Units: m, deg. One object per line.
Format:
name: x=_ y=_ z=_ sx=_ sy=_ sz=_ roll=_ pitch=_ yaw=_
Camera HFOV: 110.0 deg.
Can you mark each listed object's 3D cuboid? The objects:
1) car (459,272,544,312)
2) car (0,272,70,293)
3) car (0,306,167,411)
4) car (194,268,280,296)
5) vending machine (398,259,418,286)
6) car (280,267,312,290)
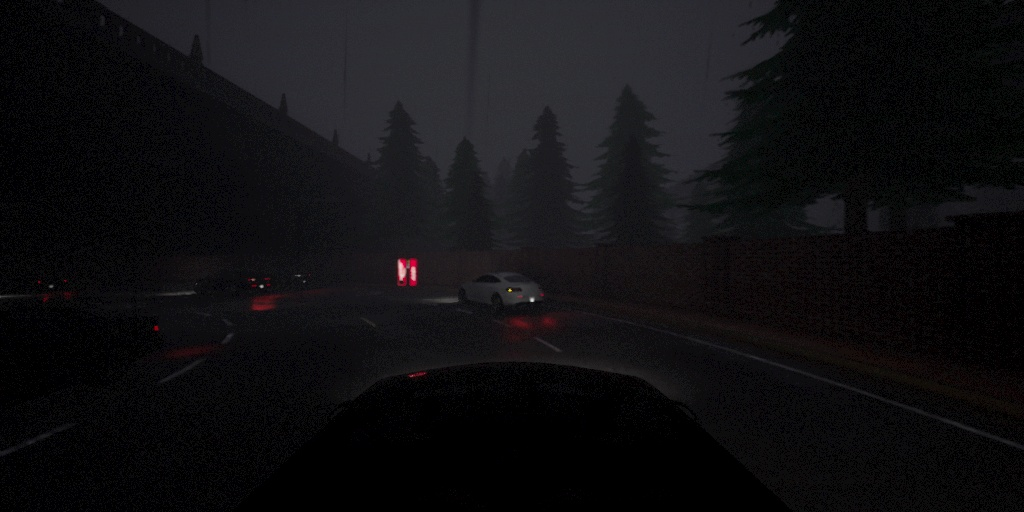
car: x=-0.562 y=1.380 z=14.959 sx=1.812 sy=1.442 sz=4.674 roll=0 pitch=-1 yaw=-34
car: x=-33.380 y=1.784 z=24.436 sx=4.718 sy=1.301 sz=1.895 roll=0 pitch=0 yaw=4
car: x=-7.058 y=1.372 z=4.331 sx=2.033 sy=1.411 sz=5.357 roll=0 pitch=0 yaw=-11
car: x=-16.689 y=1.534 z=21.452 sx=4.892 sy=1.490 sz=1.837 roll=-1 pitch=-1 yaw=19
vending machine: x=-7.446 y=1.184 z=25.626 sx=0.880 sy=2.100 sz=1.100 roll=0 pitch=0 yaw=27
car: x=-16.307 y=1.545 z=24.987 sx=4.902 sy=1.511 sz=2.128 roll=-1 pitch=-1 yaw=19
